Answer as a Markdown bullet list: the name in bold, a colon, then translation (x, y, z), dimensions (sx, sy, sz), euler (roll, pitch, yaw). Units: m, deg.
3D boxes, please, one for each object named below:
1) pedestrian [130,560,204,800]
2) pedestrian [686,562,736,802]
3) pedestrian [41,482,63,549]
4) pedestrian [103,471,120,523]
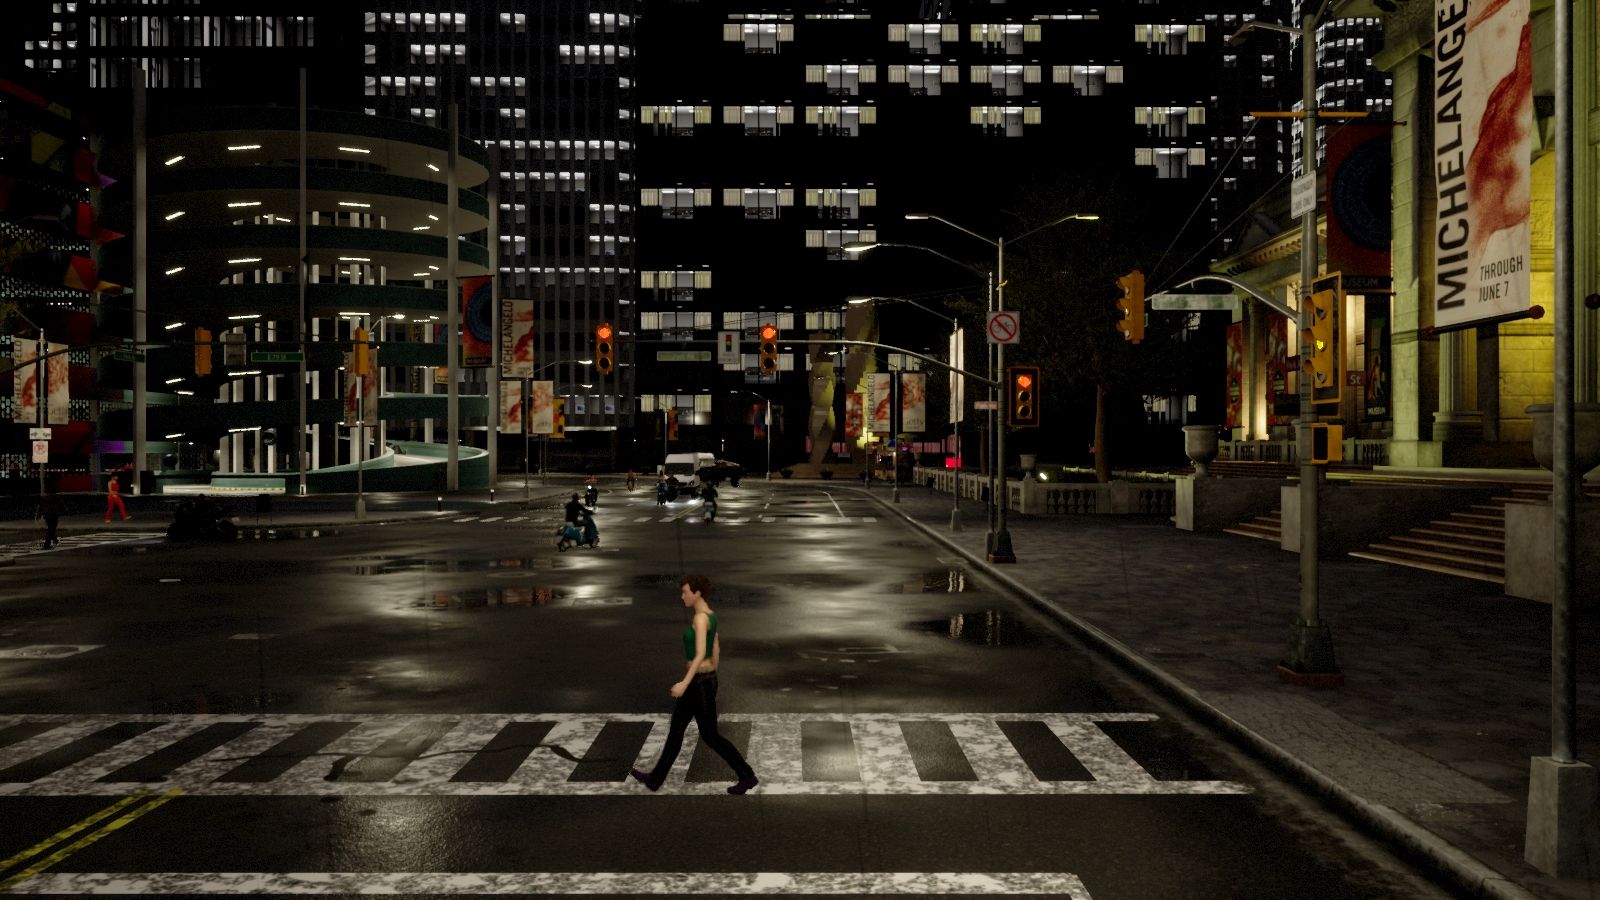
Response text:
- **pedestrian**: translation (-5.156, 1.848, 9.310), dimensions (0.375, 1.860, 0.375), euler (0, 0, 18)
- **pedestrian**: translation (-0.715, 1.849, 9.221), dimensions (0.375, 1.860, 0.375), euler (0, 0, 0)
- **pedestrian**: translation (-21.119, 1.848, 32.258), dimensions (0.375, 1.860, 0.375), euler (0, 0, -8)
- **pedestrian**: translation (-24.729, 1.696, 41.060), dimensions (0.375, 1.860, 0.375), euler (0, 0, 5)
